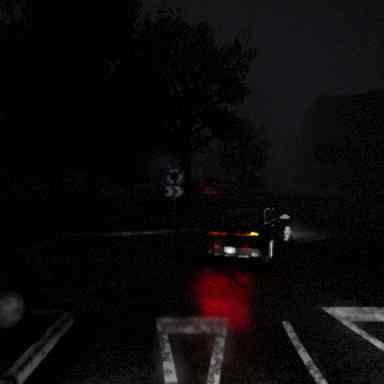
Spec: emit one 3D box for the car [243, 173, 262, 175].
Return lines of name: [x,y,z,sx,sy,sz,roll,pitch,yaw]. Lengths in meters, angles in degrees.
car: [12.282,-2.576,72.435,4.553,1.767,2.185,0,4,9]

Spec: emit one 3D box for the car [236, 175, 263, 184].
car: [11.827,-2.256,69.734,4.892,1.521,2.231,0,4,9]

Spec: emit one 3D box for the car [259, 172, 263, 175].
car: [13.110,-3.092,77.852,5.566,2.045,2.435,0,4,9]

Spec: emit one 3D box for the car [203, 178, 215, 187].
car: [3.412,-1.914,65.510,1.837,1.490,4.892,0,4,8]

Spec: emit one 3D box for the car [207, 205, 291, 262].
car: [2.028,1.183,11.121,1.837,1.490,4.892,-1,3,25]

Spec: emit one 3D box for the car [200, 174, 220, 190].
car: [2.871,-1.482,55.154,2.150,2.045,5.566,0,4,0]

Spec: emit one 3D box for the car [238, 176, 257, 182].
car: [13.944,-3.191,83.136,4.674,1.452,2.002,1,4,10]

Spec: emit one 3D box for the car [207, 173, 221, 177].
car: [4.754,-2.739,74.998,2.097,1.767,4.553,0,4,9]

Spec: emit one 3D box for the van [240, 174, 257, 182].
van: [14.541,-3.656,85.758,4.442,1.987,1.878,1,4,11]
